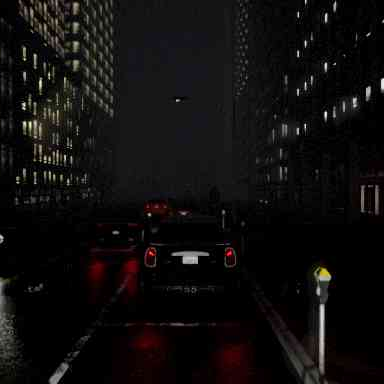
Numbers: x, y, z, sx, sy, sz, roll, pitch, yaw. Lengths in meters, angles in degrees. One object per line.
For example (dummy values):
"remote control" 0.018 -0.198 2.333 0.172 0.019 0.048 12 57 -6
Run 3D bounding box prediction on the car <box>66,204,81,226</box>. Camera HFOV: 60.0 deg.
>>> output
"car" -8.844 1.547 20.672 2.008 1.369 4.403 -1 0 0

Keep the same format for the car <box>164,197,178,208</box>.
"car" -3.044 1.495 49.173 1.837 1.490 4.892 0 0 0

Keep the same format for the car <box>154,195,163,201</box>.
"car" -8.844 1.545 88.876 1.947 1.339 4.313 -1 0 0

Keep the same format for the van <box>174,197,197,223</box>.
"van" -0.465 1.336 26.356 1.690 1.788 3.998 -1 0 0

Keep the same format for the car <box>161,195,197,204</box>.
"car" -0.465 1.311 20.672 2.192 1.841 5.009 -1 0 0

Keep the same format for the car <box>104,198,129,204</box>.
"car" -8.844 1.544 37.723 2.008 1.369 4.403 -1 0 0

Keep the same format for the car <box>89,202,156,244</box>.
"car" -3.046 1.475 15.759 1.882 1.535 5.008 0 0 0

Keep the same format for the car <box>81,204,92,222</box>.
"car" -8.843 1.577 26.356 1.802 1.307 4.206 -1 0 0

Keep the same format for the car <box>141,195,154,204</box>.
"car" -8.845 1.427 66.141 1.967 1.590 4.097 -1 0 0

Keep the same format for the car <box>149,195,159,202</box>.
"car" -8.844 1.509 77.339 1.752 1.417 4.829 -1 0 0

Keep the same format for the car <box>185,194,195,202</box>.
"car" -0.465 1.298 77.509 2.192 1.841 5.009 -1 0 0

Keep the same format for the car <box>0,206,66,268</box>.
"car" -6.247 1.350 11.171 2.097 1.767 4.553 0 0 0

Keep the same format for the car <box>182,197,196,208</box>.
"car" -0.463 1.541 49.090 2.008 1.369 4.403 -1 0 0

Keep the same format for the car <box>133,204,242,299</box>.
"car" -0.033 1.351 8.621 2.097 1.767 4.553 0 0 0

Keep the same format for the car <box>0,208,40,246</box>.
"car" -8.843 1.542 14.989 1.887 1.381 4.507 -1 0 0

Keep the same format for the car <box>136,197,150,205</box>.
"car" -8.843 1.570 60.458 1.802 1.307 4.206 -1 0 0

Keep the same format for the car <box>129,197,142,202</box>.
"car" -8.843 1.541 49.090 2.008 1.369 4.403 -1 0 0

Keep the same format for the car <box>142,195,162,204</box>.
"car" -3.145 1.347 31.728 2.097 1.767 4.553 0 0 0
